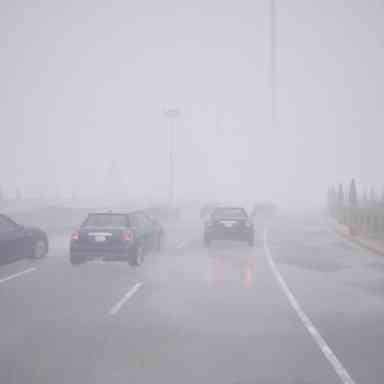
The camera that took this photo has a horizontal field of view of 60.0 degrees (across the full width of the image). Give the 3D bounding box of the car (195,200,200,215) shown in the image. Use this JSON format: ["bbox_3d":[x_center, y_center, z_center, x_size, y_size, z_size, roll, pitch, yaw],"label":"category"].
[{"bbox_3d":[2.082,1.577,29.273,1.837,1.490,4.892,0,0,19],"label":"car"}]

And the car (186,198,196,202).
[{"bbox_3d":[-0.560,1.755,55.313,1.812,1.442,4.674,0,0,33],"label":"car"}]

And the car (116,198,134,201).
[{"bbox_3d":[-9.624,1.632,46.552,1.882,1.535,5.008,0,0,27],"label":"car"}]

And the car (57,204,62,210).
[{"bbox_3d":[-10.701,1.576,24.340,2.033,1.411,5.357,0,0,15],"label":"car"}]

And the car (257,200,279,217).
[{"bbox_3d":[7.352,1.573,33.034,1.882,1.535,5.008,0,0,23],"label":"car"}]

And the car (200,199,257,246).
[{"bbox_3d":[1.880,1.380,15.660,2.097,1.767,4.553,0,0,10],"label":"car"}]

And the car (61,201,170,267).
[{"bbox_3d":[-2.358,1.360,11.638,2.097,1.767,4.553,0,0,7],"label":"car"}]

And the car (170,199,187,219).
[{"bbox_3d":[-2.286,1.563,27.298,1.837,1.490,4.892,0,0,18],"label":"car"}]

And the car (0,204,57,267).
[{"bbox_3d":[-6.139,1.344,9.597,2.097,1.767,4.553,0,0,6],"label":"car"}]
